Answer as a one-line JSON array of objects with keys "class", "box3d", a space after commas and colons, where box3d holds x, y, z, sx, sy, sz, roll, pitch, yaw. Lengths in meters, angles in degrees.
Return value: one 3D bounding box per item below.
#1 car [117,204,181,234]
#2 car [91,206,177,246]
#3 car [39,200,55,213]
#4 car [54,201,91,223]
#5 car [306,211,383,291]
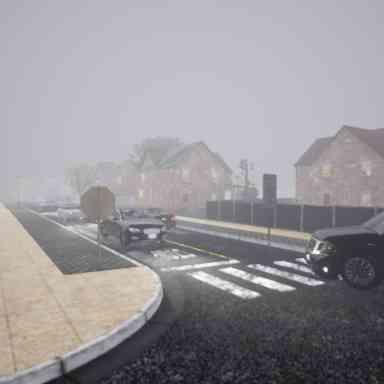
[{"class": "car", "box3d": [-2.841, 1.569, 20.739, 2.033, 1.411, 5.357, 1, 0, -30]}, {"class": "car", "box3d": [-2.805, 1.481, 15.237, 2.128, 1.511, 4.902, 1, 0, -31]}, {"class": "car", "box3d": [-16.042, 1.567, 37.500, 1.994, 1.385, 4.181, 1, 0, -30]}, {"class": "car", "box3d": [-9.077, 1.589, 25.756, 1.895, 1.301, 4.718, 1, 0, -31]}, {"class": "car", "box3d": [5.796, 1.303, 8.272, 5.566, 2.045, 2.150, -1, 2, 11]}]
